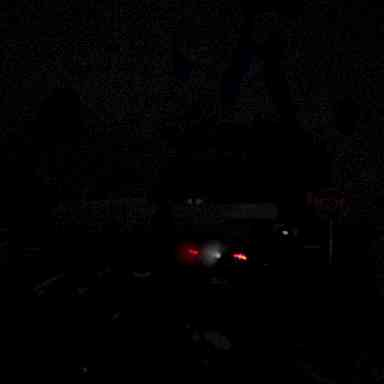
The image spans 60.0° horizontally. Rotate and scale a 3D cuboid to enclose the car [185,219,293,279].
[{"bbox_3d":[1.707,1.543,10.253,2.033,1.411,5.357,0,0,27],"label":"car"}]
